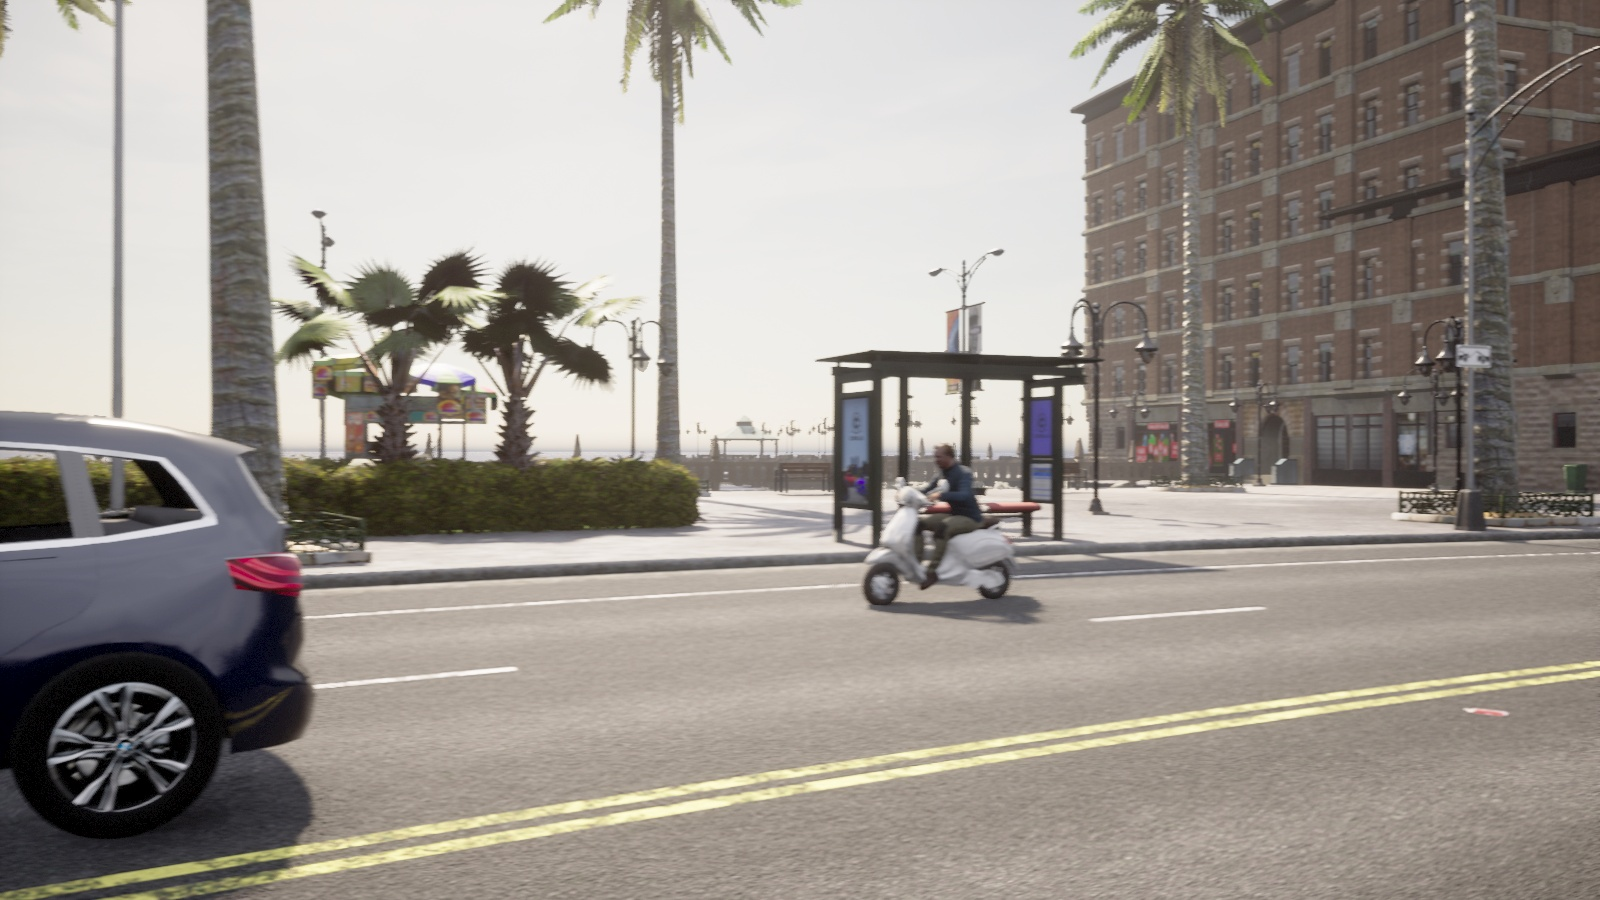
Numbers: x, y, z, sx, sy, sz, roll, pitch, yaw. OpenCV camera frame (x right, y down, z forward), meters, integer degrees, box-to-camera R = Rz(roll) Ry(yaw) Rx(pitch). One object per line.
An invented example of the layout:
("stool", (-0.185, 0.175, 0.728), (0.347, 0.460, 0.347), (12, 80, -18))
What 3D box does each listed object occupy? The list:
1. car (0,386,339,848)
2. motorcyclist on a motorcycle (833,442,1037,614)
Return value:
("car", (-4.443, 0.604, 4.843), (4.611, 1.667, 2.242), (0, 0, -34))
("motorcyclist on a motorcycle", (1.333, 0.717, 12.395), (1.817, 1.590, 0.866), (0, 0, -27))
